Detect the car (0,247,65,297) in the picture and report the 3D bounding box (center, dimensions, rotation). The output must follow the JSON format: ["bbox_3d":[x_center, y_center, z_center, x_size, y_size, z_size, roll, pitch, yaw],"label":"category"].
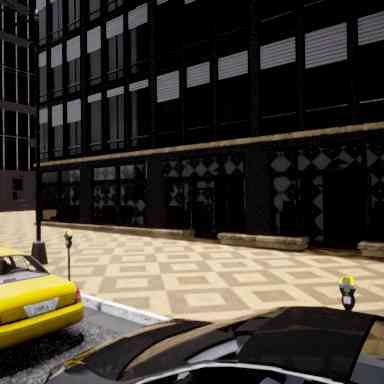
[{"bbox_3d":[-3.911,1.527,5.840,4.829,1.417,1.752,0,-1,35],"label":"car"}]

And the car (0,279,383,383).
[{"bbox_3d":[0.725,1.566,2.329,4.313,1.339,1.947,0,-1,35],"label":"car"}]
